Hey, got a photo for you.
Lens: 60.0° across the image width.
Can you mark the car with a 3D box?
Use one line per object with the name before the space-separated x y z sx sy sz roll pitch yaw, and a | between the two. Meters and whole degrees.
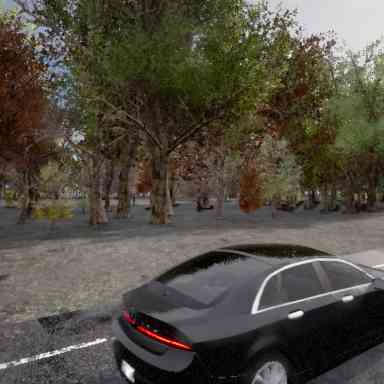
car | 1.333 1.506 4.706 4.892 1.490 1.837 0 0 -36
